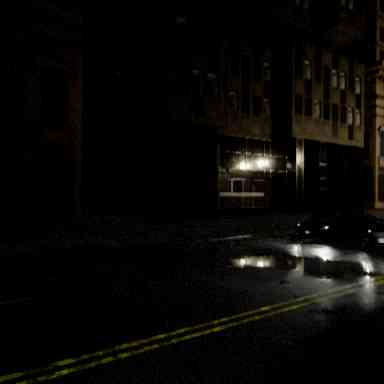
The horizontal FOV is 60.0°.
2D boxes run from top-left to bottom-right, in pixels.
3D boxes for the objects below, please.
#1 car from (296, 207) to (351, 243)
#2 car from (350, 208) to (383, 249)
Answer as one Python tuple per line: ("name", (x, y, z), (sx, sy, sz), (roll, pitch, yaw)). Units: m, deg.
("car", (6.969, 1.460, 15.718), (4.674, 1.442, 1.812), (0, 0, -33))
("car", (8.706, 1.428, 12.969), (4.902, 1.511, 2.128), (0, 0, -33))
